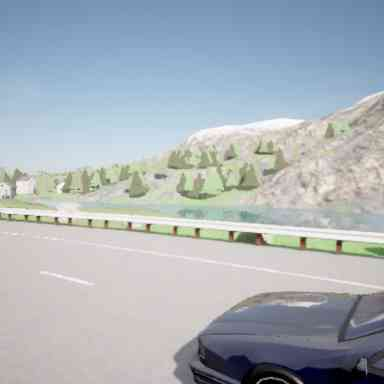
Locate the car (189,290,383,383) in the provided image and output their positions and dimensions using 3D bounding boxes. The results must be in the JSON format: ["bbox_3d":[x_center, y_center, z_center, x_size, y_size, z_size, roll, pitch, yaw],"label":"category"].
[{"bbox_3d":[2.612,1.500,2.645,5.357,1.411,2.033,1,1,34],"label":"car"}]
